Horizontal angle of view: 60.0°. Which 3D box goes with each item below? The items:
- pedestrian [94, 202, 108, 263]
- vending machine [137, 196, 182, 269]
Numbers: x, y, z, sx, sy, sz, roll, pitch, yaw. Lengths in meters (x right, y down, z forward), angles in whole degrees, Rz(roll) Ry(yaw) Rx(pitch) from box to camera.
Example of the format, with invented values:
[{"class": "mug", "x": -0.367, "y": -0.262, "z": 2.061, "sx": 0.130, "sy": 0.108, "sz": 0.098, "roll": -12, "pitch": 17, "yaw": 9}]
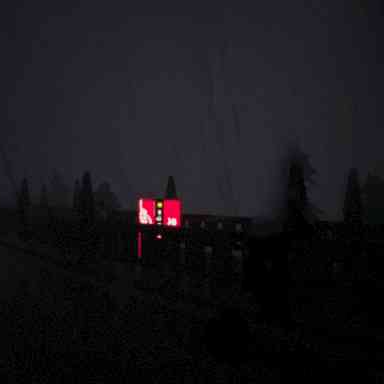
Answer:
[{"class": "pedestrian", "x": -2.666, "y": 1.141, "z": 9.842, "sx": 0.375, "sy": 1.860, "sz": 0.375, "roll": 0, "pitch": 0, "yaw": 41}, {"class": "vending machine", "x": -1.009, "y": 1.195, "z": 10.380, "sx": 0.880, "sy": 2.100, "sz": 1.100, "roll": 0, "pitch": 0, "yaw": 41}]
